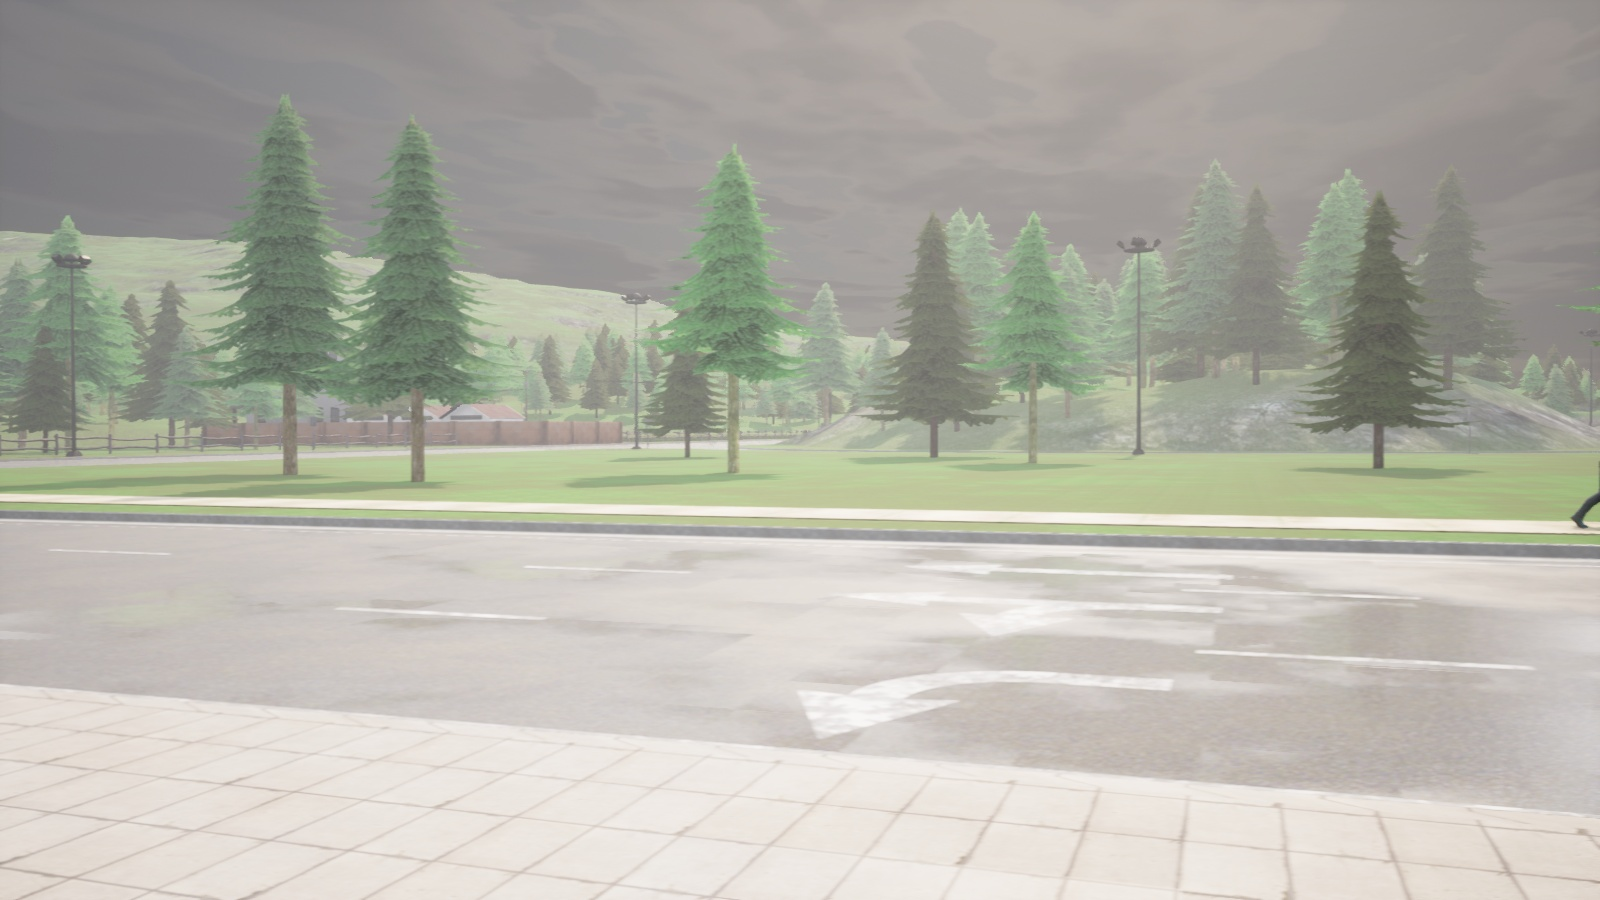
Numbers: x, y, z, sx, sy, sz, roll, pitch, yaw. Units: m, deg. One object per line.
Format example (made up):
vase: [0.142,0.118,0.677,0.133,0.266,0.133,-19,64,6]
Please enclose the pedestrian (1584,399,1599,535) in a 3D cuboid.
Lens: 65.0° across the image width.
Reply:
pedestrian: [11.093,0.233,17.116,0.614,1.847,0.353,1,1,20]
